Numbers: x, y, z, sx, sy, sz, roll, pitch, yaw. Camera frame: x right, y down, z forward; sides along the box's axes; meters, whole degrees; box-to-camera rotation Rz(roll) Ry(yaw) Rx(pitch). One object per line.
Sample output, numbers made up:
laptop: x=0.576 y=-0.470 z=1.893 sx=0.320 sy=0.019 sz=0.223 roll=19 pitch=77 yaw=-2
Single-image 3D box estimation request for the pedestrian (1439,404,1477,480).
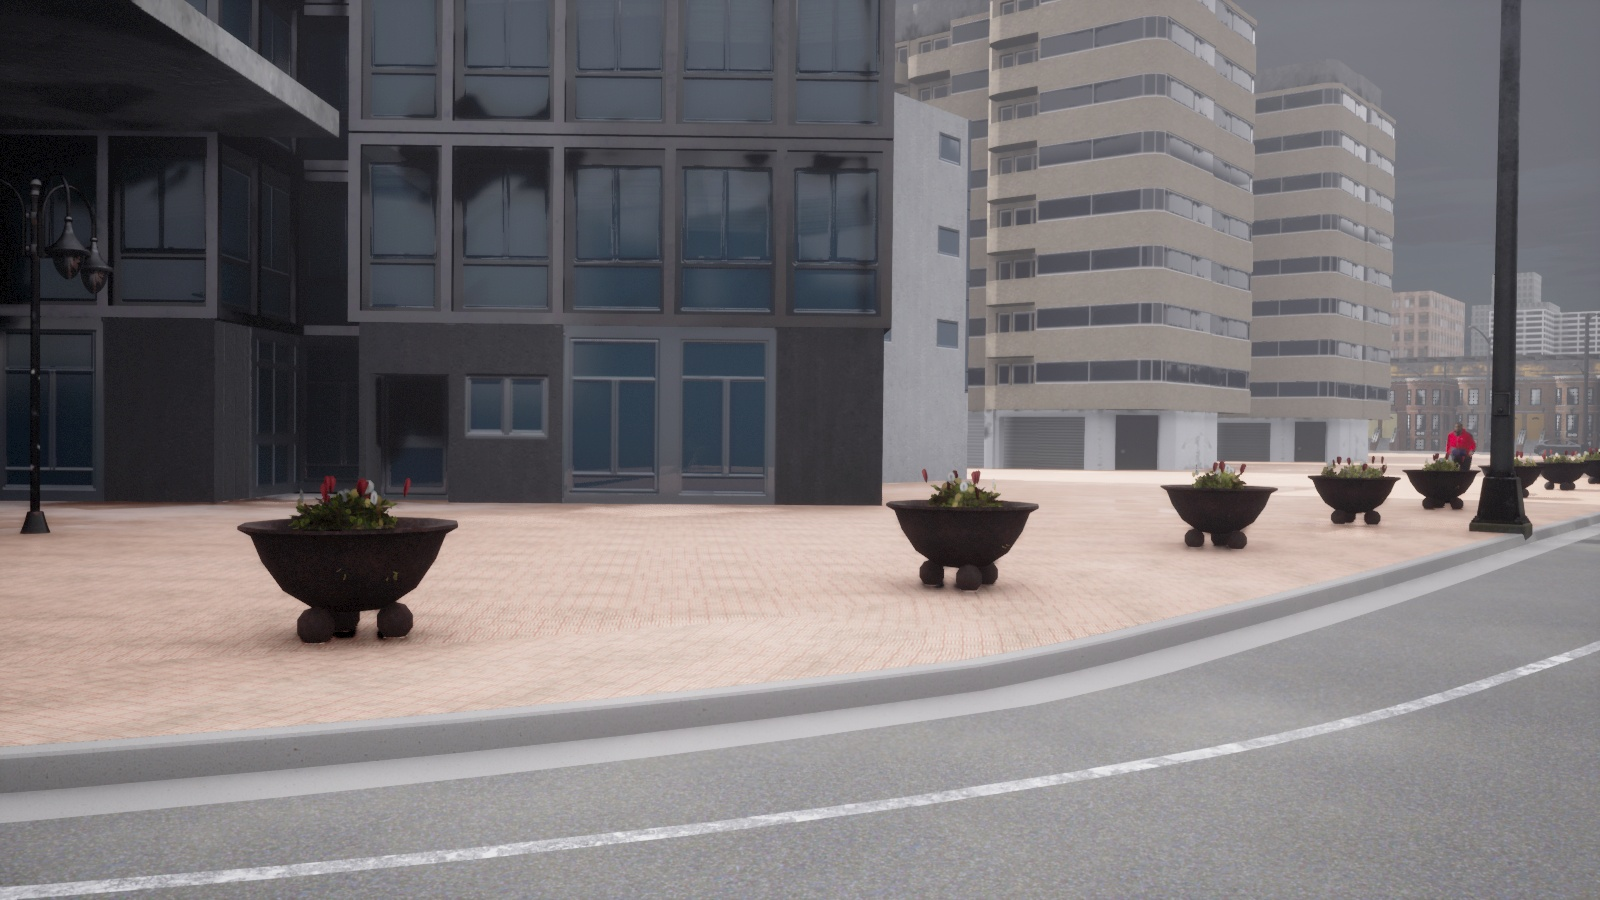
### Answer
pedestrian: x=16.325 y=-0.201 z=31.164 sx=0.634 sy=1.844 sz=0.899 roll=0 pitch=1 yaw=42
